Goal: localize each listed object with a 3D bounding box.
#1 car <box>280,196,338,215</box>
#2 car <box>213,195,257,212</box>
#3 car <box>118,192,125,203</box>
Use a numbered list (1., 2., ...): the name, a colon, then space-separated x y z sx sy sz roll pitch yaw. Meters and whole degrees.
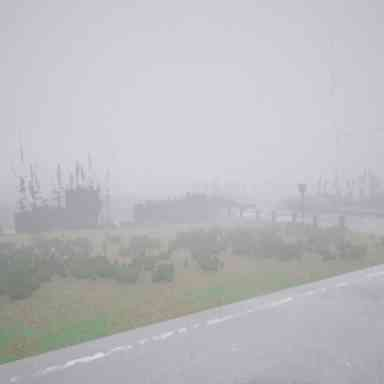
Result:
1. car: 9.386 1.063 27.080 2.128 1.511 4.902 0 2 -33
2. car: 3.345 0.947 29.587 2.033 1.411 5.357 0 2 -33
3. car: -9.410 0.761 48.816 2.097 1.767 4.553 0 -2 -34
